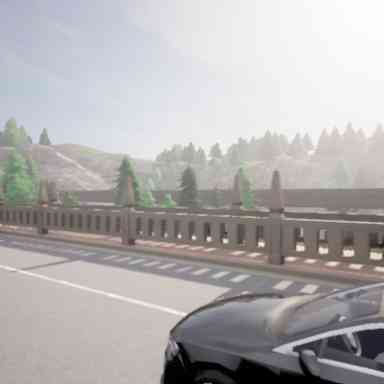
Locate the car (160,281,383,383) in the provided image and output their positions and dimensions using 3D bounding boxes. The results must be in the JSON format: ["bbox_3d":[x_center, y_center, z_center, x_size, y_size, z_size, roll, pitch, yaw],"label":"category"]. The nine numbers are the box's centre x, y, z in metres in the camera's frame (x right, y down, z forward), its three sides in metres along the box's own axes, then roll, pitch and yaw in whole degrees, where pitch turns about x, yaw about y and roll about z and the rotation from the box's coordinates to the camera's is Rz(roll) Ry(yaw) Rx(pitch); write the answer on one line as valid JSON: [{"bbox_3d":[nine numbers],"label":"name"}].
[{"bbox_3d":[1.931,1.491,2.615,4.902,1.511,2.128,0,0,35],"label":"car"}]
